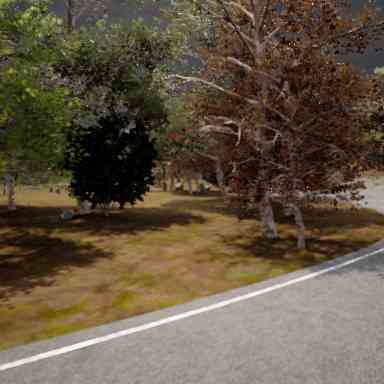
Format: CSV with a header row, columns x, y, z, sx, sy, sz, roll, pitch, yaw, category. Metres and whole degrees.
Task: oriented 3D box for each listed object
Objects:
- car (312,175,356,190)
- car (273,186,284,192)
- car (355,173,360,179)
x,y,z,sx,sy,sz,roll,pitch,yaw,category
16.729,-0.951,40.888,2.150,2.045,5.566,-6,4,-20,car
12.604,-0.759,45.588,2.097,1.767,4.553,-4,3,-2,car
32.213,-3.350,68.847,4.892,1.490,1.837,-4,3,-6,car
